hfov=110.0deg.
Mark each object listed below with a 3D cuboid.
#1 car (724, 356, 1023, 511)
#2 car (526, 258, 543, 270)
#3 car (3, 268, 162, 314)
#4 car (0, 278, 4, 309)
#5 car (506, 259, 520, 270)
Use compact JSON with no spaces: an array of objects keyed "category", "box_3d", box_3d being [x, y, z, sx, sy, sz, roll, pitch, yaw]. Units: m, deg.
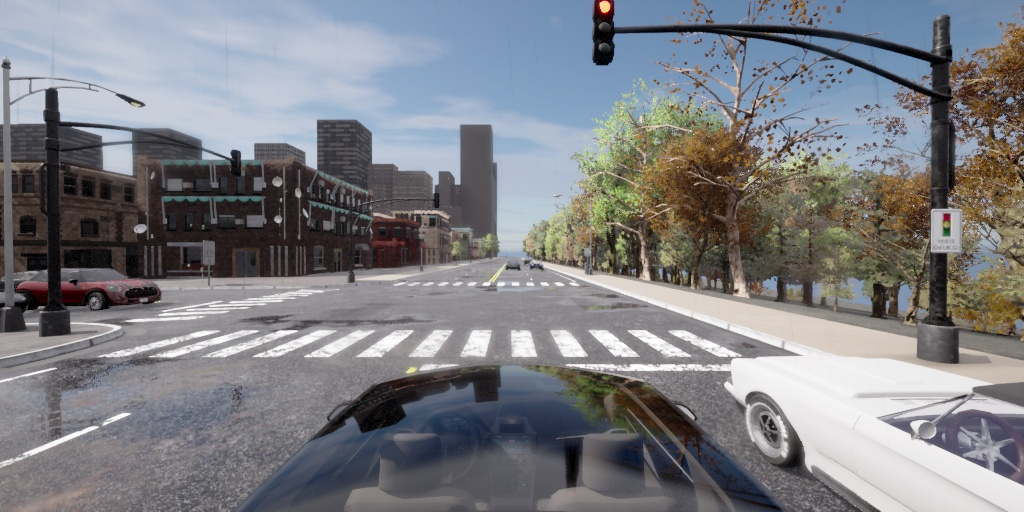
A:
[{"category":"car","box_3d":[3.350,1.351,1.940,1.895,1.301,4.718,0,0,0]},{"category":"car","box_3d":[3.406,1.332,52.064,1.895,1.301,4.718,0,0,0]},{"category":"car","box_3d":[-17.797,1.299,15.222,4.553,1.767,2.097,-1,1,2]},{"category":"car","box_3d":[-19.935,1.565,12.589,4.313,1.339,1.948,0,0,0]},{"category":"car","box_3d":[0.157,1.295,52.909,1.994,1.385,4.181,0,0,0]}]
